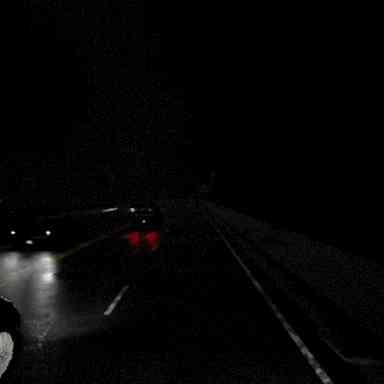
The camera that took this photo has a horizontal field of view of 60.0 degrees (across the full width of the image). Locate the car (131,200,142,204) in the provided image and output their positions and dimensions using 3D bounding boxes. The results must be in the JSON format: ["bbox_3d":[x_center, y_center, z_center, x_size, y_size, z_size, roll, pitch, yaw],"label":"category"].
[{"bbox_3d":[-9.710,2.184,59.327,1.994,1.385,4.181,0,-1,1],"label":"car"}]

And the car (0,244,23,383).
[{"bbox_3d":[-3.148,1.530,2.440,1.837,1.490,4.892,0,-1,0],"label":"car"}]

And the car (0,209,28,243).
[{"bbox_3d":[-9.825,1.664,17.162,2.128,1.511,4.902,0,-1,0],"label":"car"}]

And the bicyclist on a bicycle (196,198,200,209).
[{"bbox_3d":[0.965,1.918,52.370,0.659,1.776,1.843,0,-1,0],"label":"bicyclist on a bicycle"}]

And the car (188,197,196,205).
[{"bbox_3d":[0.107,2.318,78.543,1.812,1.442,4.674,0,-1,0],"label":"car"}]

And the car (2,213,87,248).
[{"bbox_3d":[-6.577,1.758,15.698,1.895,1.301,4.718,0,-1,0],"label":"car"}]

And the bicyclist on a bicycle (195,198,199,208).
[{"bbox_3d":[0.977,2.012,61.370,0.659,1.776,1.843,0,-1,0],"label":"bicyclist on a bicycle"}]

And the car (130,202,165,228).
[{"bbox_3d":[-3.118,1.737,24.172,2.128,1.511,4.902,0,-1,0],"label":"car"}]
